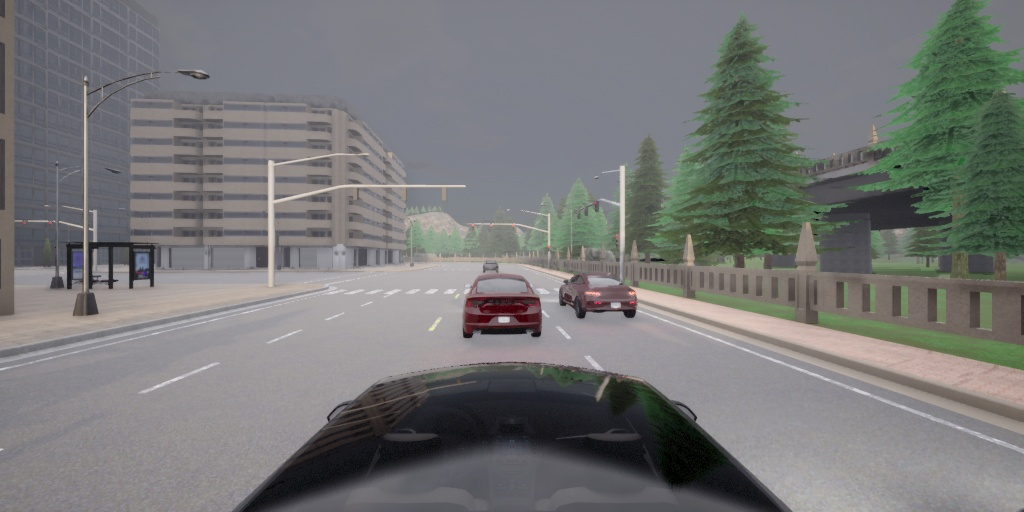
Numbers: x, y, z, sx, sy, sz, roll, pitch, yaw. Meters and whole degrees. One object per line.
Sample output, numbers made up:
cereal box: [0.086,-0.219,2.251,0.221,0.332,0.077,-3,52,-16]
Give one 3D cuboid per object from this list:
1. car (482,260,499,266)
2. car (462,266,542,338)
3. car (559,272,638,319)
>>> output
car: [-2.636,1.241,44.374,2.128,1.511,4.902,0,0,-4]
car: [-0.347,1.228,10.228,1.882,1.535,5.008,0,0,-4]
car: [2.914,1.276,12.805,1.812,1.442,4.674,0,0,-3]
